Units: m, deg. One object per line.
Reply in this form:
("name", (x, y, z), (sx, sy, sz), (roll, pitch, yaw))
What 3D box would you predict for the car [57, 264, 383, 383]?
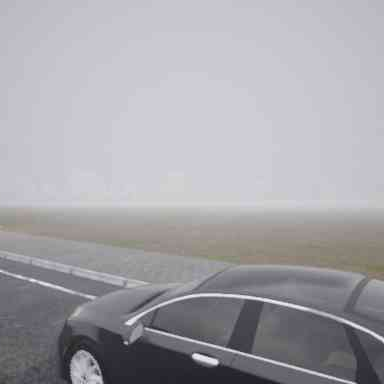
("car", (0.646, 1.507, 3.254), (4.892, 1.490, 1.837), (0, 0, 36))
